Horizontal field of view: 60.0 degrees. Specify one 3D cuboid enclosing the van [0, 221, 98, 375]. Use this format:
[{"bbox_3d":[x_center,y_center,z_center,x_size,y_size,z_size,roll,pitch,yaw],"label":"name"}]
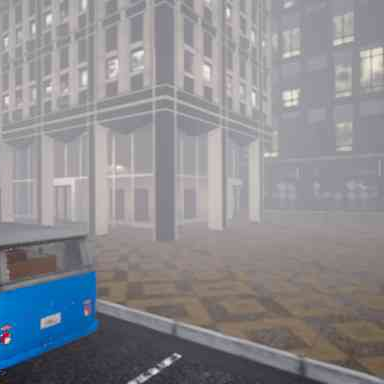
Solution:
[{"bbox_3d":[-3.257,1.365,5.199,3.998,1.788,1.690,0,0,36],"label":"van"}]
